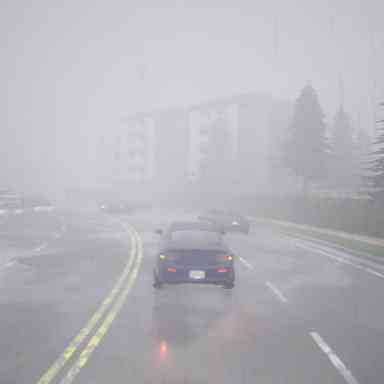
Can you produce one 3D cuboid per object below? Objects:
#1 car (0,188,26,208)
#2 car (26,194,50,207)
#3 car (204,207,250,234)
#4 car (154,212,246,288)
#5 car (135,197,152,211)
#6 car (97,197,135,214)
[{"bbox_3d":[-20.115,0.639,35.164,5.566,2.045,2.150,2,0,41],"label":"car"},{"bbox_3d":[-17.842,0.955,37.819,4.181,1.385,1.994,2,0,41],"label":"car"},{"bbox_3d":[1.683,1.531,18.949,1.994,1.385,4.181,2,0,-15],"label":"car"},{"bbox_3d":[-0.027,1.487,9.014,1.812,1.442,4.674,2,0,-3],"label":"car"},{"bbox_3d":[-6.237,1.232,35.305,2.033,1.411,5.357,1,0,-36],"label":"car"},{"bbox_3d":[-7.216,1.242,30.536,1.994,1.385,4.181,1,0,-32],"label":"car"}]
